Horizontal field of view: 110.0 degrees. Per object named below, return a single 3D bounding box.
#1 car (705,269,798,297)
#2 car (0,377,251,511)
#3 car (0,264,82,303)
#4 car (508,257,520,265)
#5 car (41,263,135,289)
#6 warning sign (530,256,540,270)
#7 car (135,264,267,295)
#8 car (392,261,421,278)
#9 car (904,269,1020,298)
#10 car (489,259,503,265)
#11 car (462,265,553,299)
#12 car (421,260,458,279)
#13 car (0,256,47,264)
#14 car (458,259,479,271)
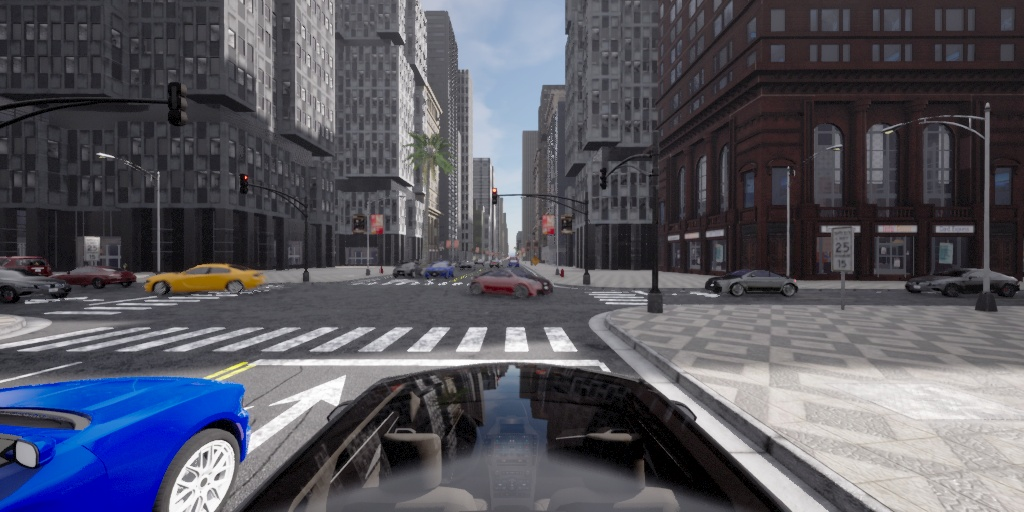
[{"bbox_3d":[12.704,1.381,19.164,4.181,1.385,1.994,0,0,0],"label":"car"},{"bbox_3d":[-3.156,1.228,1.000,1.882,1.535,5.008,0,0,0],"label":"car"},{"bbox_3d":[-22.282,1.215,15.637,4.674,1.442,1.812,0,0,1],"label":"car"},{"bbox_3d":[0.343,1.408,62.167,1.882,1.535,5.008,0,0,1],"label":"car"},{"bbox_3d":[-24.973,1.231,21.379,4.207,1.307,1.802,0,0,-1],"label":"car"},{"bbox_3d":[3.074,0.941,47.326,1.300,1.860,1.060,0,0,0],"label":"warning sign"},{"bbox_3d":[-15.964,1.173,18.950,5.008,1.535,1.882,0,2,-18],"label":"car"},{"bbox_3d":[-9.692,1.276,33.749,1.837,1.490,4.892,0,0,0],"label":"car"},{"bbox_3d":[23.924,1.395,19.099,4.674,1.442,1.812,0,0,0],"label":"car"},{"bbox_3d":[-2.951,1.438,62.490,1.837,1.490,4.892,0,0,0],"label":"car"},{"bbox_3d":[-0.095,1.312,17.965,4.181,1.385,1.994,0,0,32],"label":"car"},{"bbox_3d":[-6.448,1.246,32.328,1.882,1.535,5.008,0,0,0],"label":"car"},{"bbox_3d":[-30.612,0.944,21.320,5.009,1.841,2.192,0,0,-1],"label":"car"},{"bbox_3d":[-6.350,1.453,51.524,1.895,1.301,4.718,0,0,0],"label":"car"}]
